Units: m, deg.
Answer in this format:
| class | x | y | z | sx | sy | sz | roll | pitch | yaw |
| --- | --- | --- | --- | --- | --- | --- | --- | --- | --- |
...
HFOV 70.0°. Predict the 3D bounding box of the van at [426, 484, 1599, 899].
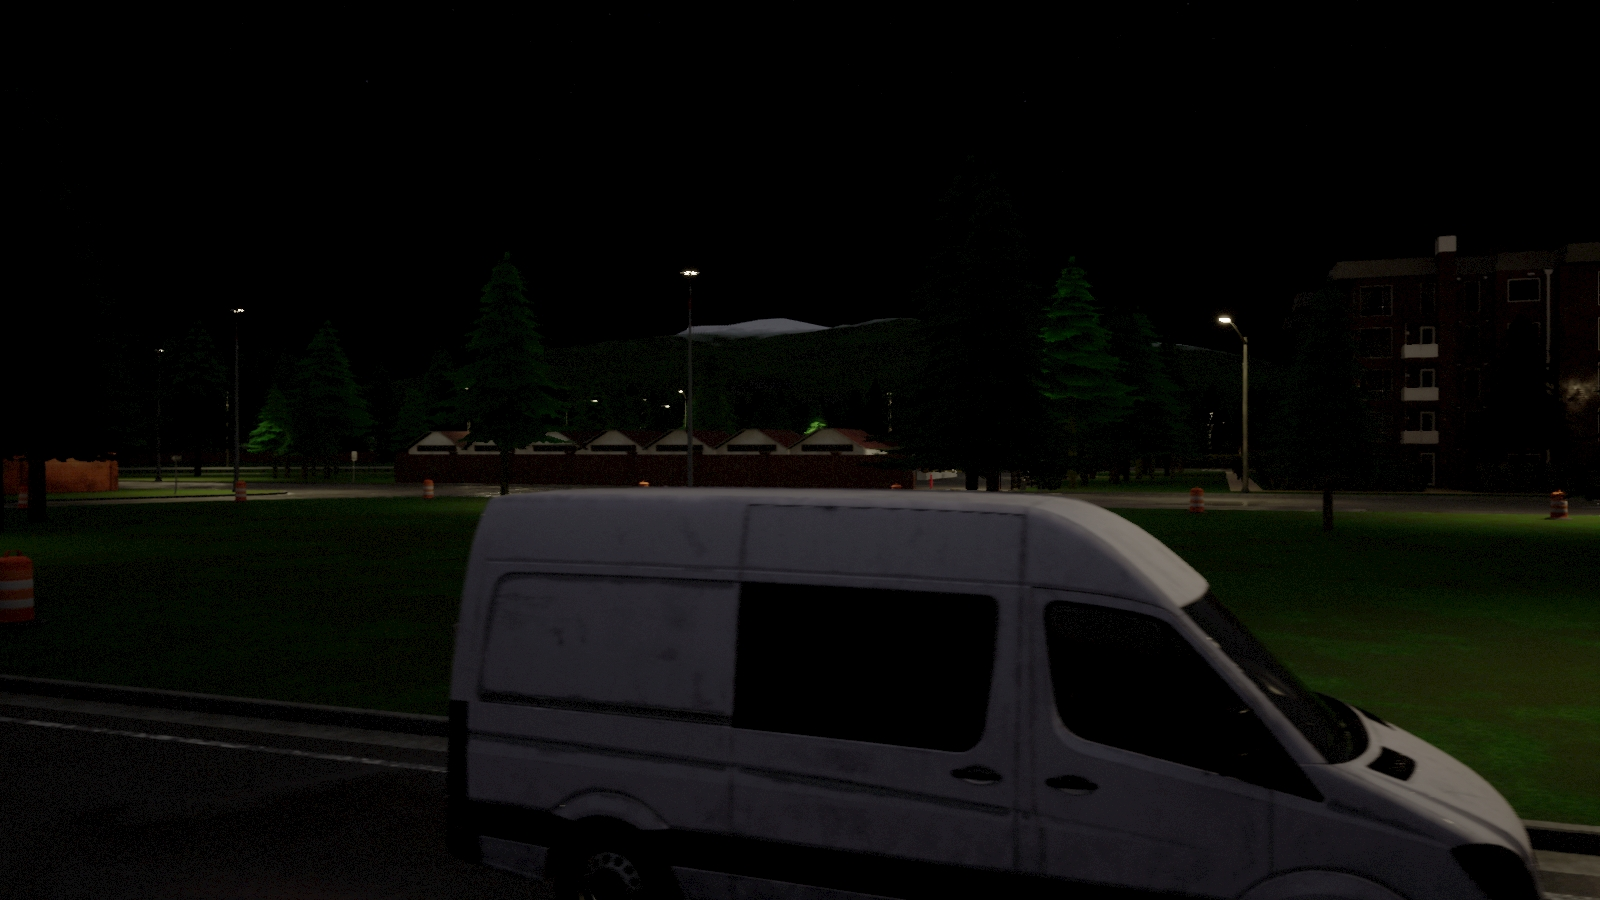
| class | x | y | z | sx | sy | sz | roll | pitch | yaw |
| --- | --- | --- | --- | --- | --- | --- | --- | --- | --- |
| van | 0.905 | 1.535 | 6.699 | 5.915 | 2.561 | 1.988 | 0 | 0 | 20 |
